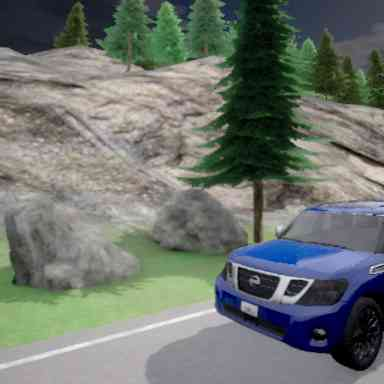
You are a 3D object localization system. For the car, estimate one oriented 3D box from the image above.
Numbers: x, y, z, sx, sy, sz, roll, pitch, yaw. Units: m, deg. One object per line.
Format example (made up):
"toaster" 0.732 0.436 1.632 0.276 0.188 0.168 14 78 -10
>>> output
"car" 3.019 1.216 6.072 5.566 2.045 2.150 0 0 -35
